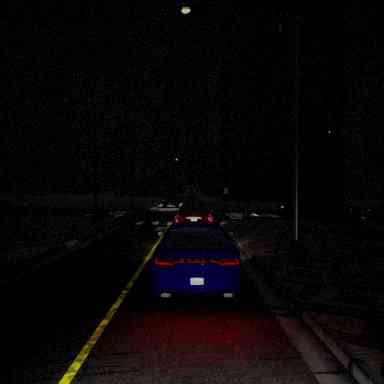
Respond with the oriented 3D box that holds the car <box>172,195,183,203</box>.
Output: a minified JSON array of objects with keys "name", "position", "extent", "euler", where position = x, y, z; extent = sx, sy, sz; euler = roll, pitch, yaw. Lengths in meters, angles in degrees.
[{"name":"car","position":[-3.024,1.493,69.485],"extent":[2.128,1.511,4.902],"euler":[0,0,0]}]

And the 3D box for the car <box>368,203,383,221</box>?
[{"name":"car","position":[17.942,1.824,28.381],"extent":[4.829,1.417,1.752],"euler":[1,-1,0]}]

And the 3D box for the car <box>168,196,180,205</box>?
[{"name":"car","position":[-3.092,1.526,59.166],"extent":[1.812,1.442,4.674],"euler":[0,0,1]}]

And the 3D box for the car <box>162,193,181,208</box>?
[{"name":"car","position":[-3.104,1.222,49.335],"extent":[2.150,2.045,5.566],"euler":[0,0,0]}]

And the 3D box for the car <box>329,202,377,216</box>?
[{"name":"car","position":[17.778,1.842,36.905],"extent":[4.403,1.369,2.008],"euler":[1,-1,0]}]

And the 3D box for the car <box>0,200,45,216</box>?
[{"name":"car","position":[-14.780,1.367,28.278],"extent":[4.403,1.369,2.008],"euler":[1,-1,0]}]

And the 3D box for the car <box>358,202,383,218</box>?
[{"name":"car","position":[19.911,1.852,34.233],"extent":[4.674,1.442,1.812],"euler":[1,0,0]}]

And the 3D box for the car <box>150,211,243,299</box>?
[{"name":"car","position":[0.099,1.477,8.539],"extent":[1.882,1.535,5.008],"euler":[0,0,0]}]

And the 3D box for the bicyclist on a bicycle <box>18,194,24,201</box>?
[{"name":"bicyclist on a bicycle","position":[-20.506,1.030,39.762],"extent":[0.582,1.620,1.656],"euler":[1,0,0]}]

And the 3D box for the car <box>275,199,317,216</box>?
[{"name":"car","position":[10.945,1.539,34.228],"extent":[4.553,1.767,2.097],"euler":[1,0,0]}]

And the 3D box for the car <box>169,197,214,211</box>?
[{"name":"car","position":[0.116,1.352,17.693],"extent":[2.097,1.767,4.553],"euler":[0,0,1]}]

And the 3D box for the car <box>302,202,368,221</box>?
[{"name":"car","position":[12.129,1.774,28.380],"extent":[4.313,1.339,1.947],"euler":[1,-1,0]}]
